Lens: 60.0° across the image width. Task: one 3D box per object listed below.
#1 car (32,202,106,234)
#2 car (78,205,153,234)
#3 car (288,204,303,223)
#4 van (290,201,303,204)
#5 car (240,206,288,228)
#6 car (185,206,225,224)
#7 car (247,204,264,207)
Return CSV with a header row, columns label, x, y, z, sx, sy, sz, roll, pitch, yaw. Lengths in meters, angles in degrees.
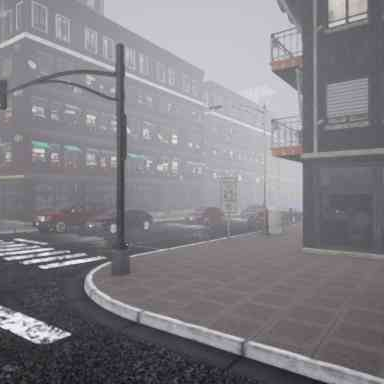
label,x,y,z,sx,sy,sz,roll,pitch,yaw
car,-7.647,1.598,21.641,2.192,1.841,5.009,-1,-2,35
car,-4.560,1.809,21.500,1.837,1.490,4.892,0,-1,35
car,9.030,2.117,30.823,2.008,1.369,4.403,-2,-2,35
van,18.527,2.457,58.822,1.690,1.788,3.998,-1,-2,35
car,5.758,2.045,26.174,1.802,1.307,4.206,-2,-2,35
car,1.295,2.015,29.803,1.812,1.442,4.674,0,-1,35
car,7.270,2.184,38.280,1.837,1.490,4.892,0,-1,36
